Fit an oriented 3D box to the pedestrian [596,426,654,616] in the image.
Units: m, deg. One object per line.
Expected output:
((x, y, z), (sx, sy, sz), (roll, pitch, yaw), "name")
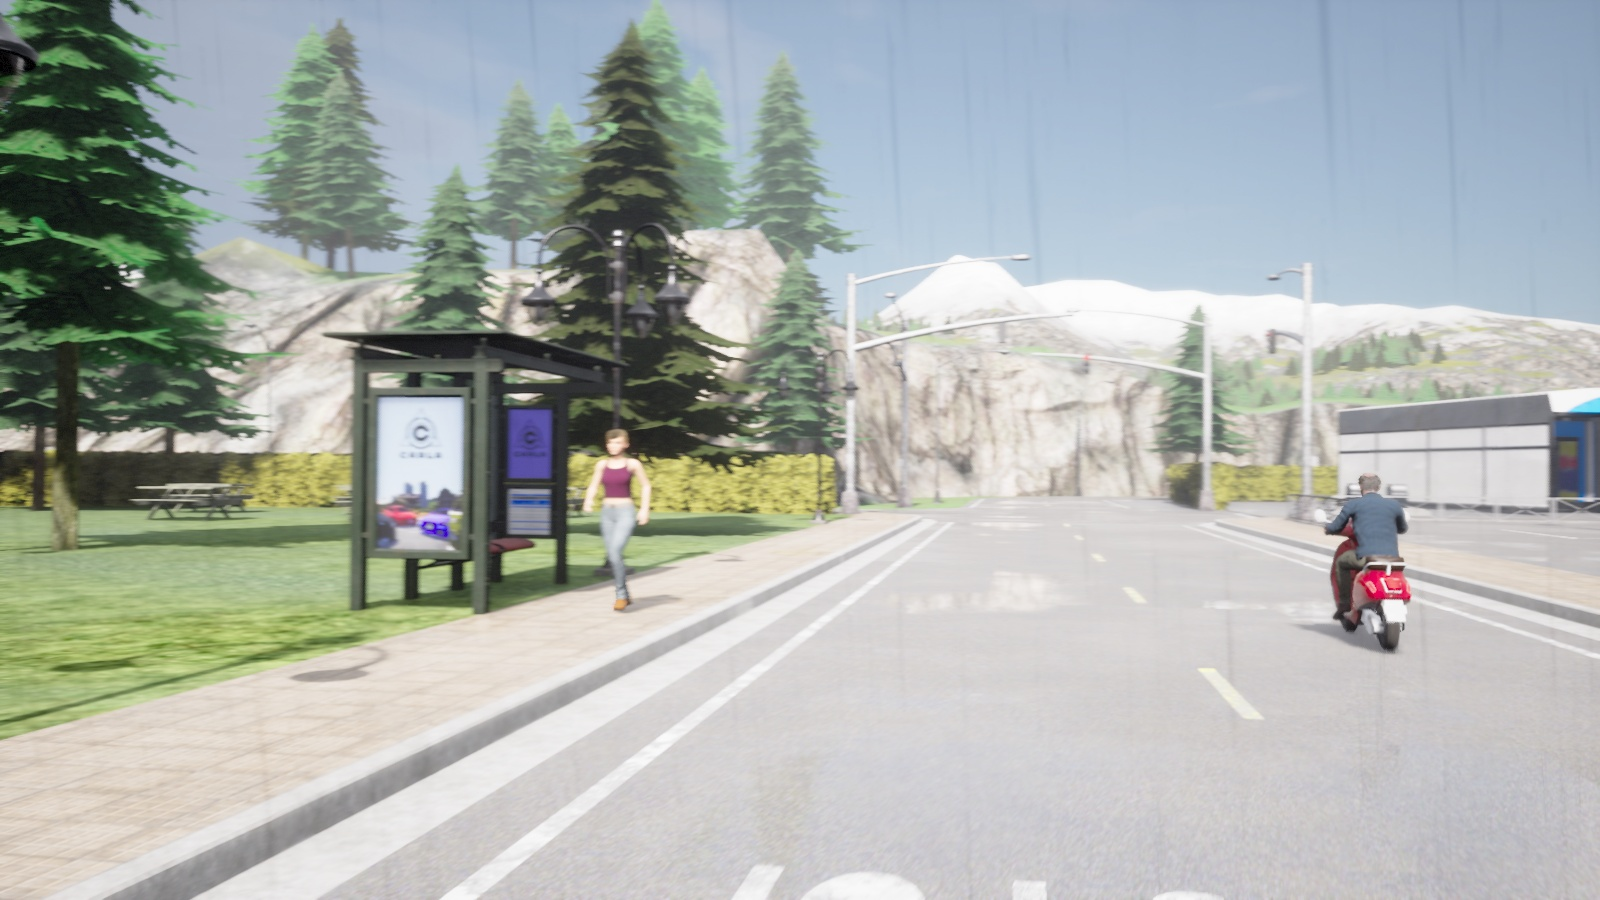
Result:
((-1.735, 0.688, 12.472), (0.345, 1.836, 0.594), (0, -1, 18), "pedestrian")

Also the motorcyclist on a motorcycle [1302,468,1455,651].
((5.415, 0.971, 11.884), (0.866, 1.590, 1.817), (0, -1, 10), "motorcyclist on a motorcycle")
